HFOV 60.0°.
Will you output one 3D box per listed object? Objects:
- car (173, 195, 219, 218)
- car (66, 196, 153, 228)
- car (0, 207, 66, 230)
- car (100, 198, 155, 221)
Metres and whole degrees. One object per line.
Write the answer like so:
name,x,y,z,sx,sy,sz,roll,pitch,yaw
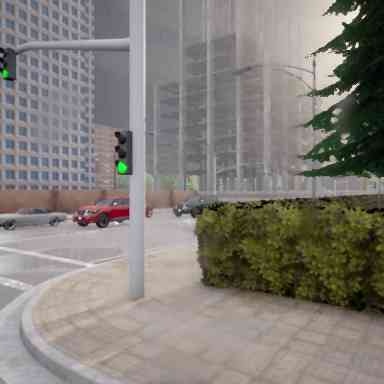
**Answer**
car,0.528,1.286,31.596,2.150,2.045,5.566,0,0,36
car,-5.508,1.286,23.168,2.150,2.045,5.566,0,0,33
car,-10.750,1.667,21.801,1.895,1.301,4.718,0,0,35
car,-5.537,1.418,29.130,2.097,1.767,4.553,0,0,35
